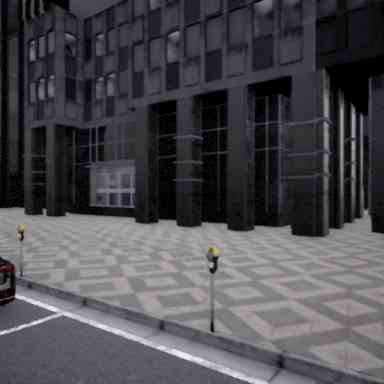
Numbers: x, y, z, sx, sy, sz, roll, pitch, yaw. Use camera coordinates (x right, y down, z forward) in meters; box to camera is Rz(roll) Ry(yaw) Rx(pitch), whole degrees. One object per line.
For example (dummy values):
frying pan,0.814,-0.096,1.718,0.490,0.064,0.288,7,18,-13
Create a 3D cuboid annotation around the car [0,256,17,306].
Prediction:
car,-5.234,1.565,6.700,4.313,1.339,1.947,0,0,36
